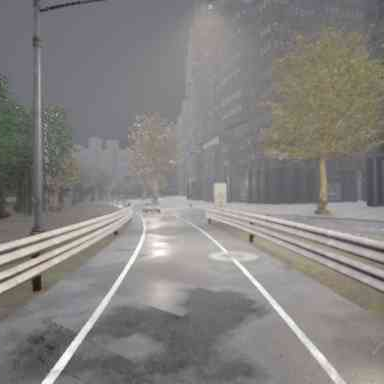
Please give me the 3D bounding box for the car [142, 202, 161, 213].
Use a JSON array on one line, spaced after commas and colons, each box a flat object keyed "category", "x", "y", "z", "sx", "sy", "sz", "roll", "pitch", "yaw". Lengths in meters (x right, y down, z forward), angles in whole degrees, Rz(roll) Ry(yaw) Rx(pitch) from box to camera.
[{"category": "car", "x": -5.229, "y": 1.969, "z": 42.208, "sx": 1.895, "sy": 1.301, "sz": 4.718, "roll": -1, "pitch": 0, "yaw": -15}]
